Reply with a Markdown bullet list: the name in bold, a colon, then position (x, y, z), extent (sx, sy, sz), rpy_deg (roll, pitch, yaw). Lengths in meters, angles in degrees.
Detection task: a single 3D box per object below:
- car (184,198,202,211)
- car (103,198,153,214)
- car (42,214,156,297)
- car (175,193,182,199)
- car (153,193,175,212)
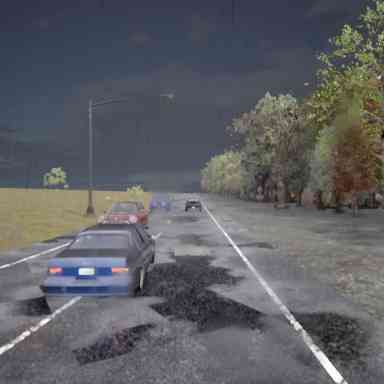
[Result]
- **car**: position (0.172, 1.475, 39.402), extent (1.837, 1.490, 4.892), rpy_deg (0, 0, 0)
- **car**: position (-3.641, 1.341, 18.184), extent (2.097, 1.767, 4.553), rpy_deg (0, 0, 1)
- **car**: position (-2.048, 1.542, 8.770), extent (2.033, 1.411, 5.357), rpy_deg (0, 0, -1)
- **car**: position (-3.356, 1.010, 78.946), extent (2.097, 1.767, 4.553), rpy_deg (0, 0, 0)
- **car**: position (-3.530, 1.194, 38.242), extent (2.150, 2.045, 5.566), rpy_deg (0, 0, 0)
